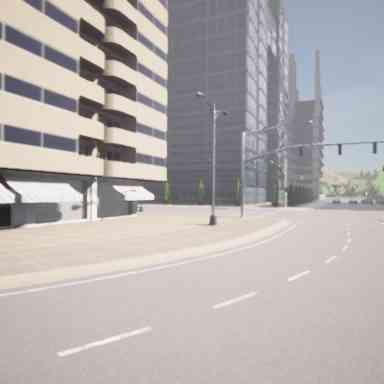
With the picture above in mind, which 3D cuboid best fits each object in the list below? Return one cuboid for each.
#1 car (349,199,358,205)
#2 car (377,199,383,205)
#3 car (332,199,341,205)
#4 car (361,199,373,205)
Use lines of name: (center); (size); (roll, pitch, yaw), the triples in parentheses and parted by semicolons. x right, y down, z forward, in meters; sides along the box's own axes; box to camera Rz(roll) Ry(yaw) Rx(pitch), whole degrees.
car: (37.074, 2.353, 76.508); (1.895, 1.301, 4.718); (0, 0, 24)
car: (46.309, 2.446, 79.906); (1.895, 1.301, 4.718); (0, 0, 24)
car: (33.888, 2.335, 77.957); (1.895, 1.301, 4.718); (0, 0, 24)
car: (43.107, 2.385, 81.317); (1.994, 1.385, 4.181); (0, 0, 24)
